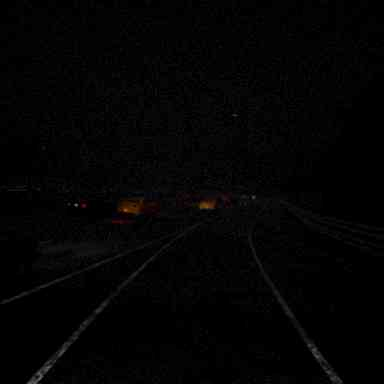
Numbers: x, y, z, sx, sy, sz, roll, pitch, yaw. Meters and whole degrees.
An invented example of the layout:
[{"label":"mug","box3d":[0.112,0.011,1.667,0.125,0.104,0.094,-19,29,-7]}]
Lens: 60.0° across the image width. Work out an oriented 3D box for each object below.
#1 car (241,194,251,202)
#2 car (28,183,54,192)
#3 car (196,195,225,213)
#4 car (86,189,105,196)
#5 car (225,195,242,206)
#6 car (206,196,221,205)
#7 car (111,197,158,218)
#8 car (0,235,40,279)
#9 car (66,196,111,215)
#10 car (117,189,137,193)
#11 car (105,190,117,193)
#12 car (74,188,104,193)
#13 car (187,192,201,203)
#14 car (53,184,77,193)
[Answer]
[{"label":"car","box3d":[13.405,1.993,85.718,1.895,1.301,4.718,3,0,13]},{"label":"car","box3d":[-23.176,-0.336,52.333,2.150,2.045,5.566,3,0,14]},{"label":"car","box3d":[2.148,1.446,37.861,1.882,1.535,5.008,3,0,13]},{"label":"car","box3d":[-19.571,0.117,67.618,1.994,1.385,4.181,3,0,13]},{"label":"car","box3d":[7.469,1.651,60.469,1.837,1.490,4.892,3,0,13]},{"label":"car","box3d":[4.067,1.547,61.291,1.895,1.301,4.718,3,0,13]},{"label":"car","box3d":[-4.173,1.152,26.260,1.882,1.535,5.008,3,0,13]},{"label":"car","box3d":[-5.241,1.327,6.505,1.895,1.301,4.718,3,0,13]},{"label":"car","box3d":[-7.753,1.017,26.320,2.033,1.411,5.357,3,0,13]},{"label":"car","box3d":[-12.575,0.324,66.789,2.097,1.767,4.553,3,0,13]},{"label":"car","box3d":[-15.988,0.247,67.567,1.882,1.535,5.008,3,0,13]},{"label":"car","box3d":[-16.054,0.414,52.195,1.994,1.385,4.181,3,0,14]},{"label":"car","box3d":[0.693,0.970,62.114,2.150,2.045,5.566,3,0,13]},{"label":"car","box3d":[-19.386,0.006,53.210,2.097,1.767,4.553,3,0,14]}]
